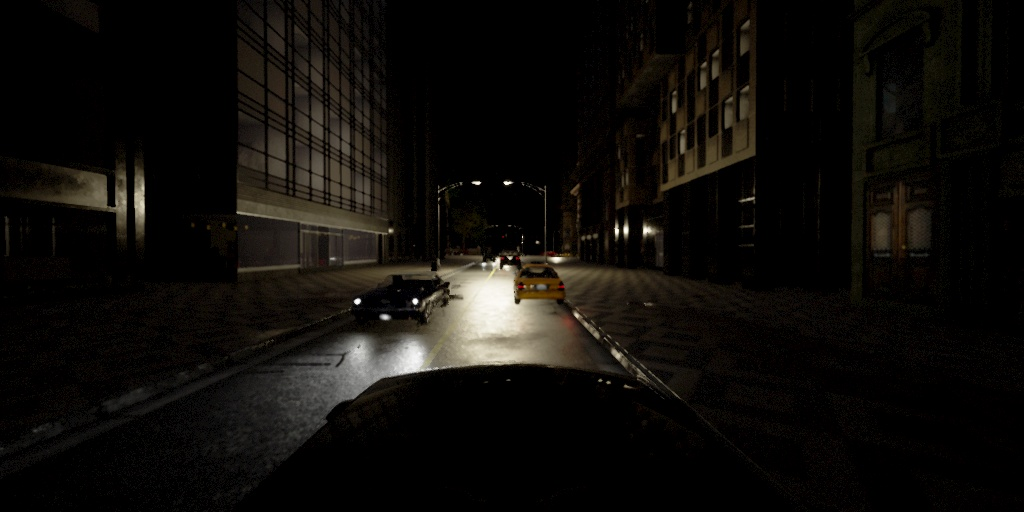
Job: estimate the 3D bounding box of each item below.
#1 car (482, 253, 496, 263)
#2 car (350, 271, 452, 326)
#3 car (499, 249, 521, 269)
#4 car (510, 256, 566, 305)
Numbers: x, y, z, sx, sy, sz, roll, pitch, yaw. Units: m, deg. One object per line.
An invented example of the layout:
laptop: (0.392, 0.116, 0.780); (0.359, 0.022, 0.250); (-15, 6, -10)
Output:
car: (-3.411, 0.303, 54.015); (1.837, 1.490, 4.892); (0, 1, 0)
car: (-3.161, 1.180, 11.129); (1.895, 1.301, 4.718); (0, 1, 0)
car: (-0.191, 0.309, 37.976); (2.150, 2.045, 5.566); (0, 1, 0)
car: (0.966, 0.970, 14.522); (1.801, 1.575, 5.366); (0, 1, 0)
